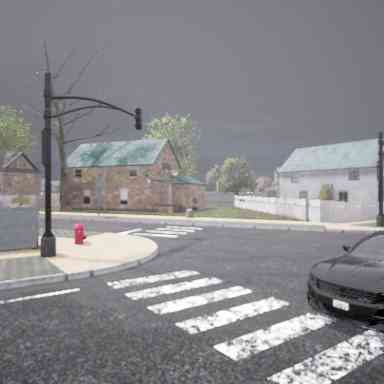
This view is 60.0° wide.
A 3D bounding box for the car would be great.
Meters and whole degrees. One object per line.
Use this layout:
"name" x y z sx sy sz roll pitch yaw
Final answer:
"car" 4.371 1.510 6.686 5.008 1.535 1.882 0 0 -36
